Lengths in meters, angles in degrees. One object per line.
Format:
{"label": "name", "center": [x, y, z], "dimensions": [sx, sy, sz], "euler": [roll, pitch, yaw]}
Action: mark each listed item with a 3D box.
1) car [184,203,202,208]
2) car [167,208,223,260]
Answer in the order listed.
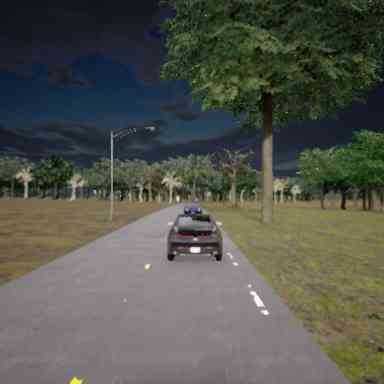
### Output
{"label": "car", "center": [0.107, 1.817, 35.288], "dimensions": [1.895, 1.301, 4.718], "euler": [0, -1, 0]}
{"label": "car", "center": [0.101, 1.560, 12.673], "dimensions": [1.837, 1.490, 4.892], "euler": [0, -1, 0]}
